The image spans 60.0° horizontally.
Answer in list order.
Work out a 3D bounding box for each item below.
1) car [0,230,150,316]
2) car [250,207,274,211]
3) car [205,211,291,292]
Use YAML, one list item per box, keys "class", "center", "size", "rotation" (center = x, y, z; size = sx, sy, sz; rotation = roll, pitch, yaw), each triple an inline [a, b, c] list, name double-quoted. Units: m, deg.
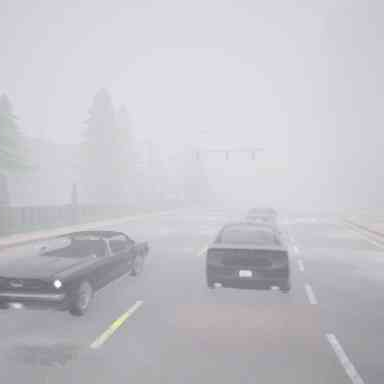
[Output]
- class: "car"
  center: [-2.575, 1.637, 7.823]
  size: [1.895, 1.301, 4.718]
  rotation: [0, 0, 11]
- class: "car"
  center: [4.390, 1.624, 20.833]
  size: [2.033, 1.411, 5.357]
  rotation: [0, 0, 14]
- class: "car"
  center: [1.602, 1.513, 9.180]
  size: [1.882, 1.535, 5.008]
  rotation: [0, 0, 12]
